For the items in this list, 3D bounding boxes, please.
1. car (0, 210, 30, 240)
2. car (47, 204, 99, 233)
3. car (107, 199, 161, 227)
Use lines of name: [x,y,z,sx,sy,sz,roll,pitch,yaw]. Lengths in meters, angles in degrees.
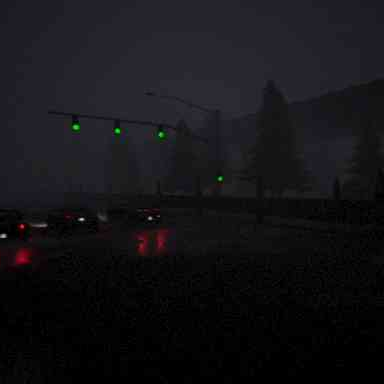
car: [-8.758,1.450,15.170,1.895,1.301,4.718,-1,1,-34]
car: [-6.630,1.336,18.283,1.994,1.385,4.181,-1,1,-34]
car: [-3.631,1.196,20.090,2.128,1.511,4.902,-1,1,-34]
